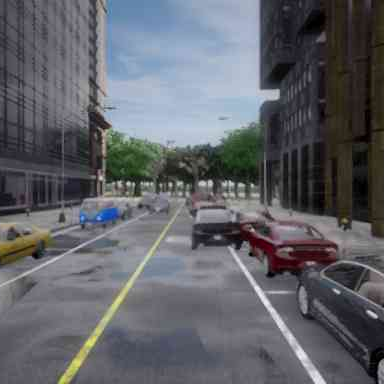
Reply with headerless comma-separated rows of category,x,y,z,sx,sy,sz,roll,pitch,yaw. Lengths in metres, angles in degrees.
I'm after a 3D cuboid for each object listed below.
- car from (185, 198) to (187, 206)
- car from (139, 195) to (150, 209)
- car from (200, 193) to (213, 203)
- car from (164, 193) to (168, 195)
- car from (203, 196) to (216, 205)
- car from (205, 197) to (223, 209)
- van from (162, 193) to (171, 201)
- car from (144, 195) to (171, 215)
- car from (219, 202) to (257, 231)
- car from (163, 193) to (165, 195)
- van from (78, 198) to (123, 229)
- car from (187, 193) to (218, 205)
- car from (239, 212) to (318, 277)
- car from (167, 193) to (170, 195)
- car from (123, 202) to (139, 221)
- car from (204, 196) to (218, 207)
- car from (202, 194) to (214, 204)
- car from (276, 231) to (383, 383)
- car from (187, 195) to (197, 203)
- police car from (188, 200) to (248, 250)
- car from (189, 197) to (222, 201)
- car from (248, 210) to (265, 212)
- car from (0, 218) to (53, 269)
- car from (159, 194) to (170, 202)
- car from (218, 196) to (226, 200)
car,-0.007,1.328,50.653,2.128,1.511,4.902,0,0,0
car,-5.773,1.426,42.581,1.947,1.339,4.313,0,0,0
car,2.747,1.112,64.332,2.192,1.841,5.009,0,0,0
car,-5.777,1.378,58.894,1.947,1.339,4.313,0,0,0
car,2.749,1.372,53.458,1.887,1.381,4.507,0,0,0
car,2.752,1.411,42.583,2.008,1.369,4.403,0,0,0
van,-5.781,1.108,75.206,1.690,1.788,3.998,0,0,0
car,-3.103,1.382,32.734,2.128,1.511,4.902,0,0,0
car,2.757,1.454,21.003,1.752,1.417,4.829,0,0,0
car,-5.776,1.354,53.286,1.752,1.417,4.829,0,0,0
van,-5.768,1.271,20.830,1.690,1.788,3.998,0,0,0
car,0.857,1.122,30.126,2.150,2.045,5.566,0,0,0
car,2.760,1.510,9.958,1.887,1.381,4.507,0,0,0
car,-5.778,1.323,64.161,1.752,1.417,4.829,0,0,0
car,-5.769,1.462,26.268,2.008,1.369,4.403,0,0,0
car,2.751,1.368,48.190,1.752,1.417,4.829,0,0,0
car,2.748,1.252,58.895,1.967,1.590,4.097,0,0,0
car,2.761,1.535,4.520,2.008,1.369,4.403,0,0,0
car,-0.014,1.359,65.286,1.994,1.385,4.181,0,0,0
police car,0.897,1.377,14.209,1.930,1.638,5.238,0,0,0
car,0.895,1.397,24.099,1.882,1.535,5.008,0,0,0
car,2.758,1.492,15.395,1.887,1.381,4.507,0,0,0
car,-5.766,1.492,9.786,1.752,1.417,4.829,0,0,0
car,-5.780,1.222,69.768,1.967,1.590,4.097,0,0,0
car,2.755,1.419,31.877,1.752,1.417,4.829,0,0,0
